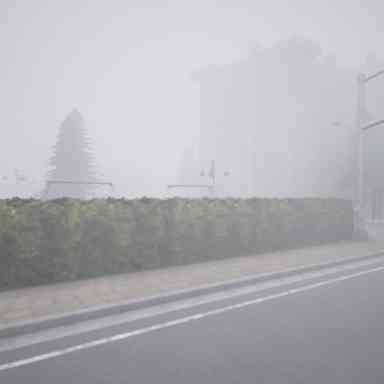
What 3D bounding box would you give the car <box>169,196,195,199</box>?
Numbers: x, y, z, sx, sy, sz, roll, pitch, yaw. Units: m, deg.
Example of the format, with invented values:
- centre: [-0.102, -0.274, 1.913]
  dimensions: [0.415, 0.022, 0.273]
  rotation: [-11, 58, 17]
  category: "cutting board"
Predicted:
- centre: [-0.658, 1.457, 35.618]
  dimensions: [2.150, 2.045, 5.566]
  rotation: [1, -1, -36]
  category: "car"
